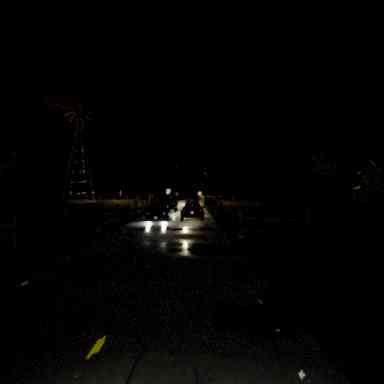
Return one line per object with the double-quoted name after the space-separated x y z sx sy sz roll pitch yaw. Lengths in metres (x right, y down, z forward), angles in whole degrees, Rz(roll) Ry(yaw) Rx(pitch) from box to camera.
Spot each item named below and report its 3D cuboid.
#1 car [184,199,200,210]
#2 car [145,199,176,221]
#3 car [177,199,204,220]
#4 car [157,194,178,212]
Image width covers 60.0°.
0.063 1.607 43.880 1.994 1.385 4.181 0 0 0 "car"
-2.767 1.577 28.134 2.033 1.411 5.357 0 0 0 "car"
0.026 1.594 28.208 1.994 1.385 4.181 0 0 0 "car"
-2.769 1.264 38.886 2.150 2.045 5.566 0 0 0 "car"
